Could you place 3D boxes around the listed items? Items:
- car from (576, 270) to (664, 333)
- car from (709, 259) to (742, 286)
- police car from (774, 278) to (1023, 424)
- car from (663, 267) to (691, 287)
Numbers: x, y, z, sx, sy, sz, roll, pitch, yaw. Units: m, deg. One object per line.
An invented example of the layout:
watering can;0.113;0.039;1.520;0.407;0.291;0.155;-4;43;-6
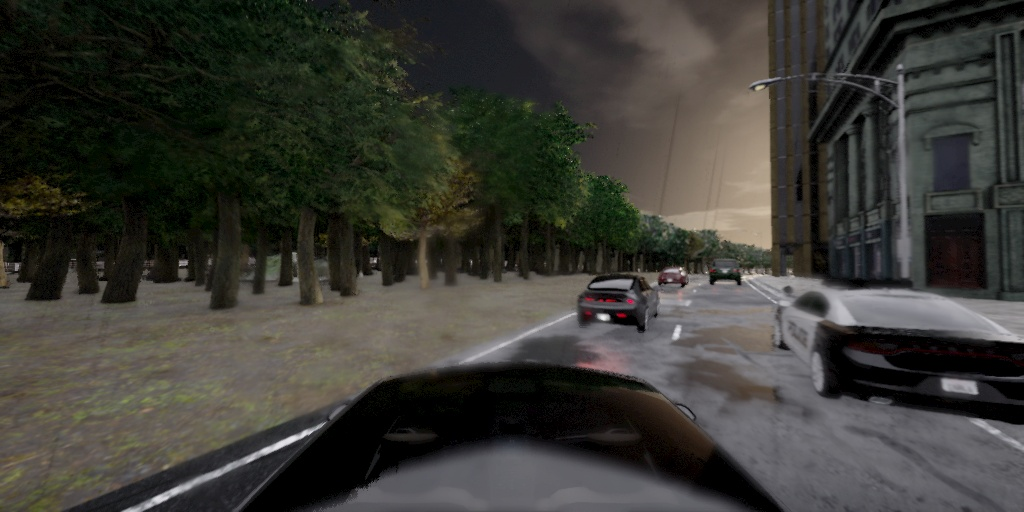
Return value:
car;3.461;1.327;11.282;1.837;1.490;4.892;-1;-1;28
car;17.470;1.302;29.379;2.150;2.045;5.566;-1;-1;31
police car;5.921;1.190;6.090;1.930;1.638;5.238;-1;-1;27
car;12.255;1.560;27.225;1.812;1.442;4.674;-1;-1;30
